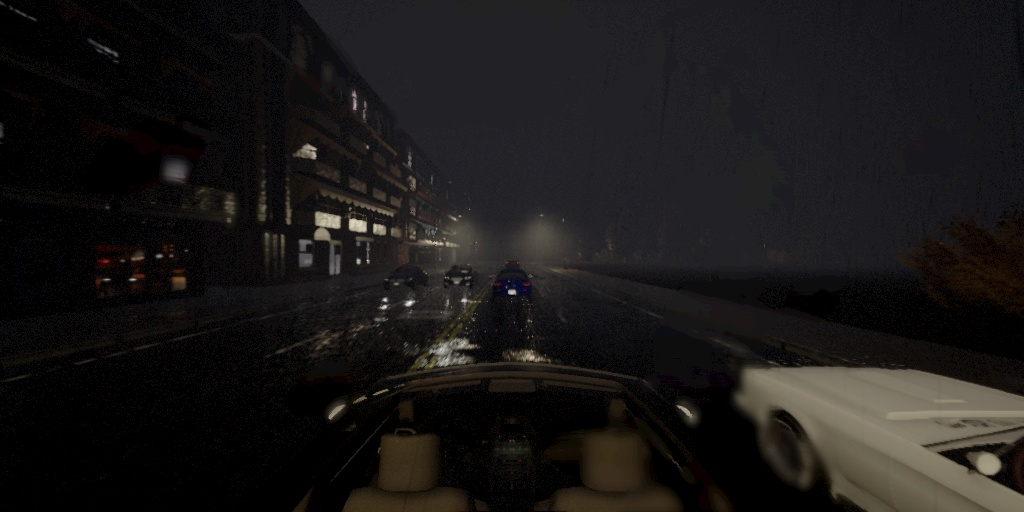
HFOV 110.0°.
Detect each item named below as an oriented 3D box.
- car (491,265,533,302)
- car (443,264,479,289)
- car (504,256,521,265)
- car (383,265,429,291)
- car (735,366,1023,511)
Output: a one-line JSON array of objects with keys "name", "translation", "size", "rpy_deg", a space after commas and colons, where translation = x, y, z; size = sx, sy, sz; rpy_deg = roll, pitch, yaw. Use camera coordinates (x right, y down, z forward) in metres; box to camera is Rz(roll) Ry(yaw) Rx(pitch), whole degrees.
[{"name": "car", "translation": [-0.001, 1.311, 16.996], "size": [1.812, 1.442, 4.674], "rpy_deg": [0, 0, 0]}, {"name": "car", "translation": [-3.250, 1.293, 23.558], "size": [2.128, 1.511, 4.902], "rpy_deg": [0, 0, 0]}, {"name": "car", "translation": [0.081, 1.082, 50.636], "size": [2.150, 2.045, 5.566], "rpy_deg": [0, 0, 0]}, {"name": "car", "translation": [-6.510, 1.324, 22.566], "size": [1.812, 1.442, 4.674], "rpy_deg": [0, 0, 0]}, {"name": "car", "translation": [3.251, 1.350, 1.586], "size": [1.895, 1.301, 4.718], "rpy_deg": [0, 0, 0]}]
